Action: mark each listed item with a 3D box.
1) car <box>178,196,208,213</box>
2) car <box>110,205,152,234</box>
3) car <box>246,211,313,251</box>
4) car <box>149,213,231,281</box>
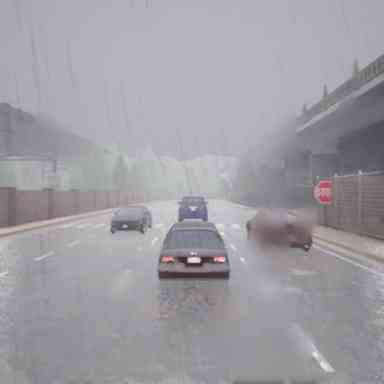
[{"bbox_3d":[0.100,1.336,26.191,2.150,2.045,5.566,0,0,0],"label":"car"},{"bbox_3d":[-3.541,1.573,20.065,1.882,1.535,5.008,0,0,0],"label":"car"},{"bbox_3d":[3.572,1.541,14.408,1.882,1.535,5.008,0,0,0],"label":"car"},{"bbox_3d":[0.048,1.592,10.003,2.033,1.411,5.357,0,0,0],"label":"car"}]
